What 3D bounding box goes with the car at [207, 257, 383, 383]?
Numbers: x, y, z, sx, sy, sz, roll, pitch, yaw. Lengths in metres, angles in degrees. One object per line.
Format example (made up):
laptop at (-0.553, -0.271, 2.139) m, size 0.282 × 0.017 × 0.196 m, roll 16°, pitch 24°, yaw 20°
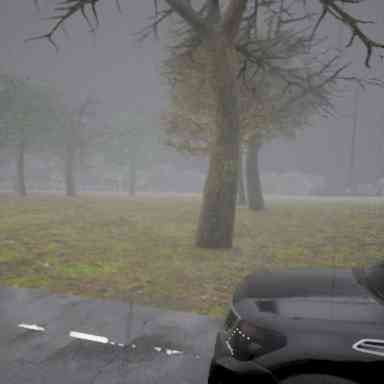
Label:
car at (2.964, 1.315, 2.854) m, size 5.566 × 2.045 × 2.150 m, roll 2°, pitch 0°, yaw 17°
